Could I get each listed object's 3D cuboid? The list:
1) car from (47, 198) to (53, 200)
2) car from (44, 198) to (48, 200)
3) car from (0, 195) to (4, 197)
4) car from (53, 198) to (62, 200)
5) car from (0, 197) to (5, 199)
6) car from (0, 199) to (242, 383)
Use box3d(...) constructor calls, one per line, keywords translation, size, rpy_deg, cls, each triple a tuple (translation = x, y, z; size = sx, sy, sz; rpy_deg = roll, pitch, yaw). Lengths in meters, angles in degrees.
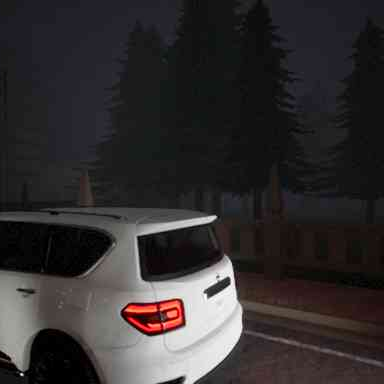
box3d(translation=(-19.563, 1.560, 46.046), size=(1.882, 1.535, 5.008), rpy_deg=(0, 0, 22), cls="car")
box3d(translation=(-16.969, 1.640, 33.098), size=(1.994, 1.385, 4.181), rpy_deg=(0, 0, 22), cls="car")
box3d(translation=(-23.296, 1.303, 36.662), size=(2.150, 2.045, 5.566), rpy_deg=(0, 0, 22), cls="car")
box3d(translation=(-16.087, 1.585, 45.318), size=(1.837, 1.490, 4.892), rpy_deg=(0, 0, 22), cls="car")
box3d(translation=(-19.907, 1.605, 35.693), size=(1.812, 1.442, 4.674), rpy_deg=(0, 0, 22), cls="car")
box3d(translation=(-2.077, 1.224, 4.723), size=(5.566, 2.045, 2.150), rpy_deg=(0, 0, 29), cls="car")
